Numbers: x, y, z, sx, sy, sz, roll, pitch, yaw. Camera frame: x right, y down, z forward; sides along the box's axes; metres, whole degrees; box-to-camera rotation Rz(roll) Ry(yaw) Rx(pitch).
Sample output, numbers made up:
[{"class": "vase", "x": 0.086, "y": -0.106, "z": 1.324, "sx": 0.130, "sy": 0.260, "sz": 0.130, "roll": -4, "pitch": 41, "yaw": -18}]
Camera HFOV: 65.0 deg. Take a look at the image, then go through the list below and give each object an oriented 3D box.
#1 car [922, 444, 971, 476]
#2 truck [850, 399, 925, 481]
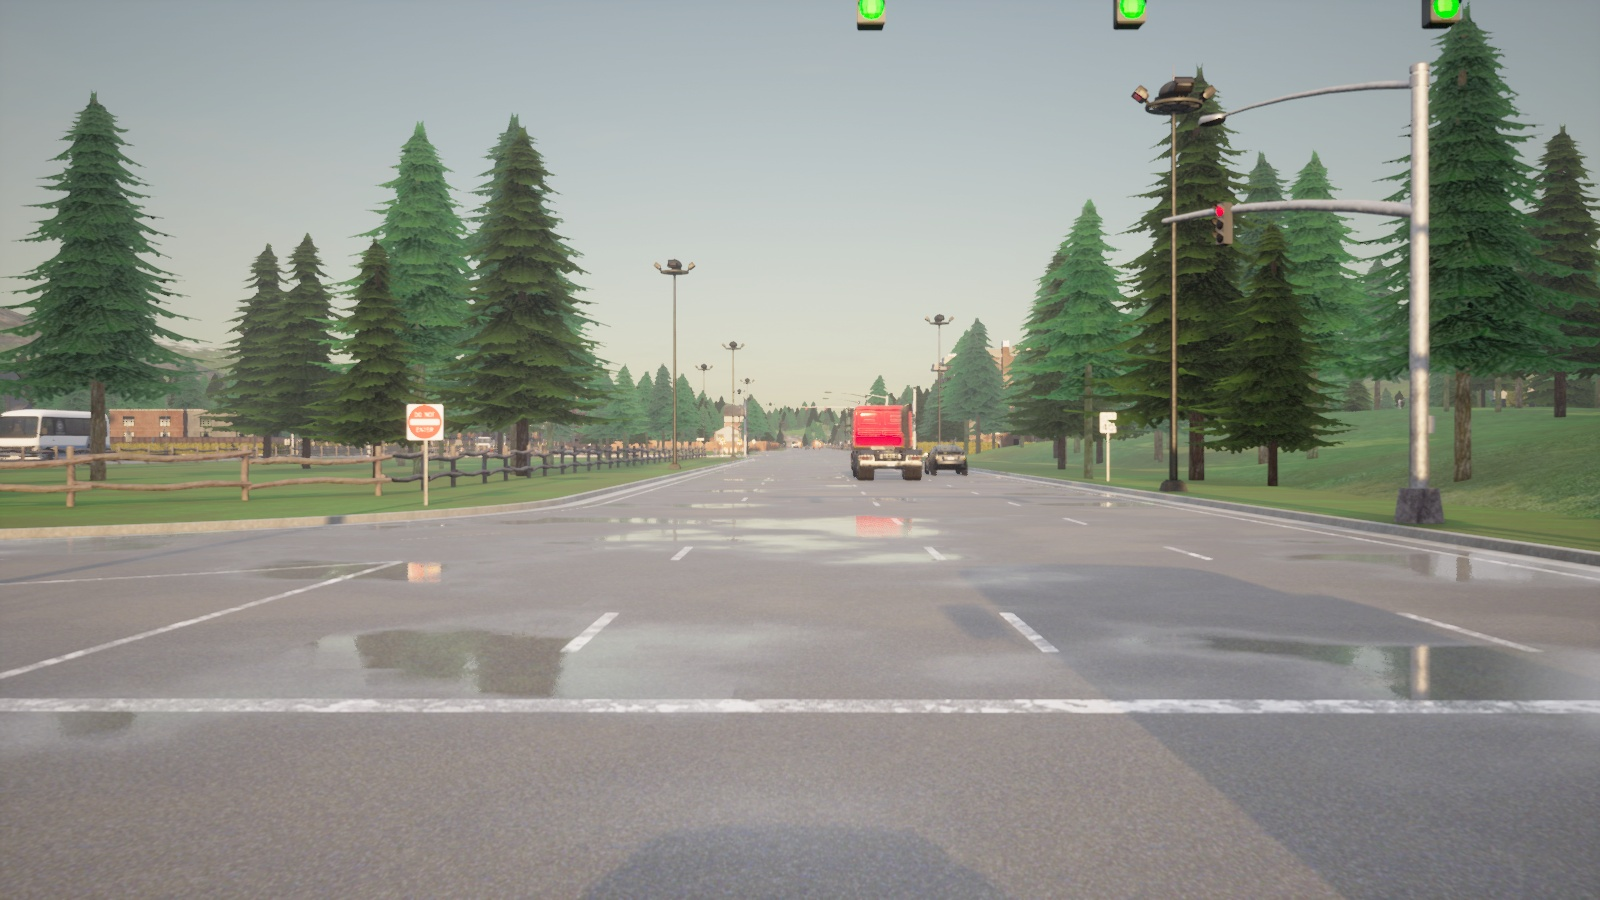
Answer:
[{"class": "car", "x": 7.376, "y": 0.476, "z": 63.631, "sx": 2.007, "sy": 1.525, "sz": 4.514, "roll": 0, "pitch": 0, "yaw": 0}, {"class": "truck", "x": 3.837, "y": -0.431, "z": 56.741, "sx": 2.891, "sy": 3.462, "sz": 7.936, "roll": 0, "pitch": 0, "yaw": 0}]
